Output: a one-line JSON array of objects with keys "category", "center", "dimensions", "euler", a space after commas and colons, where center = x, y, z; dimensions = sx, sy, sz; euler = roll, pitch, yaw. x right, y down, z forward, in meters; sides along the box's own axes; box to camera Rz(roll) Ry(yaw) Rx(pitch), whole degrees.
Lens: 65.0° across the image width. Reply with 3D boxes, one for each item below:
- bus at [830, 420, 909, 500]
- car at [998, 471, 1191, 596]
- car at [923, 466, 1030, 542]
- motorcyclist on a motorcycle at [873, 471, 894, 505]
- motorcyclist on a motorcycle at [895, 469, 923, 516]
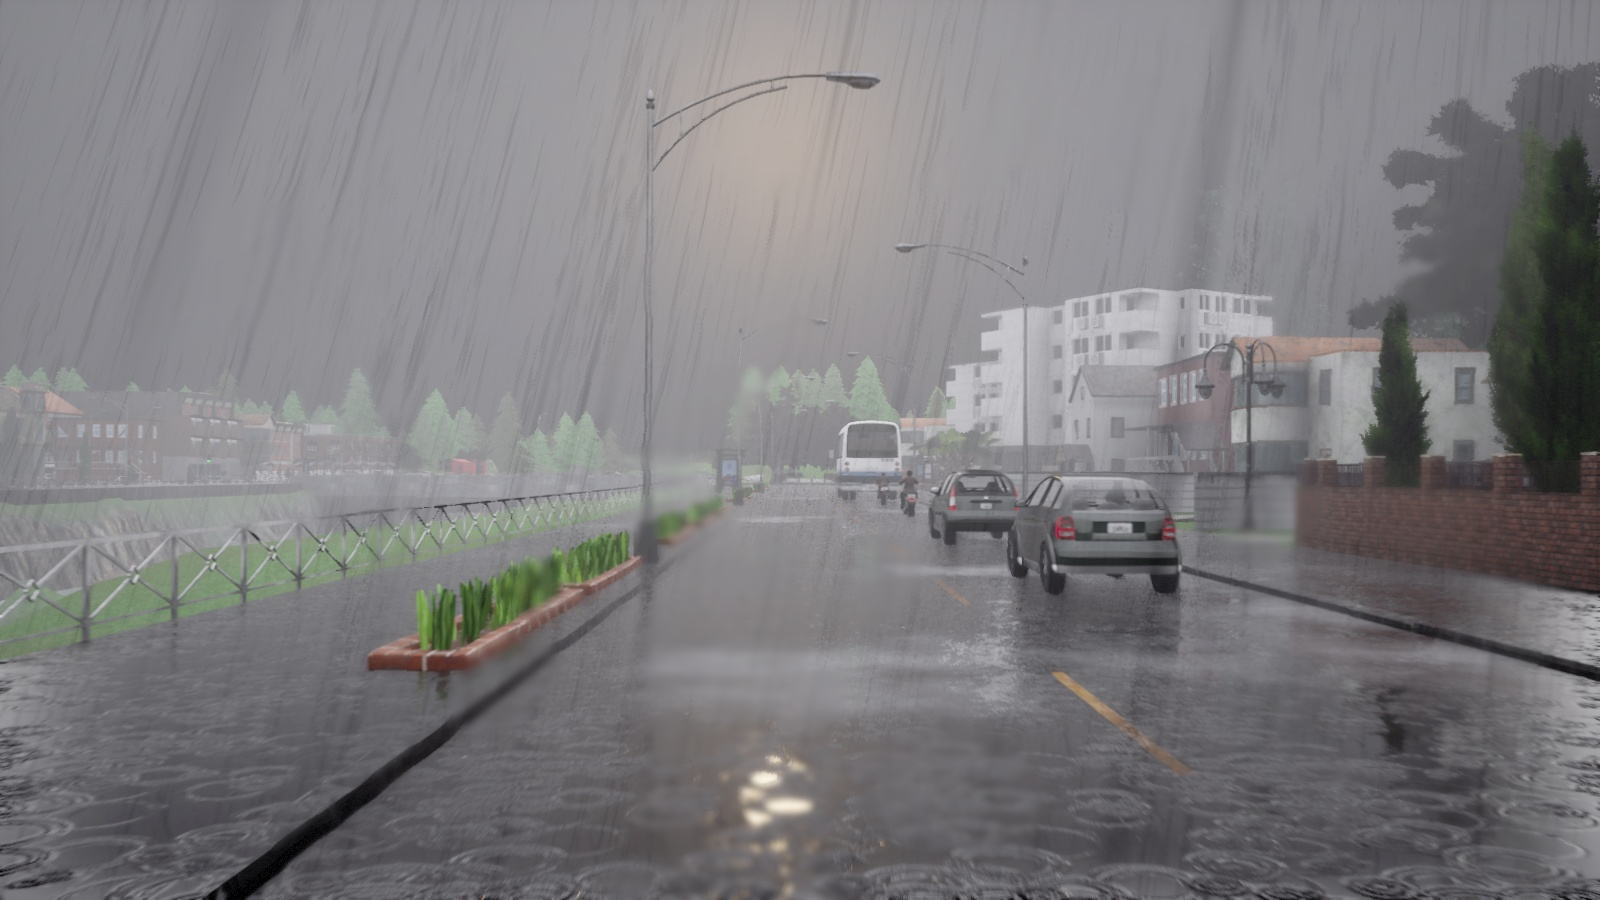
[{"category": "bus", "center": [3.825, 0.636, 72.449], "dimensions": [3.944, 4.253, 10.273], "euler": [0, -1, 0]}, {"category": "car", "center": [3.959, 1.070, 17.488], "dimensions": [1.789, 1.549, 3.705], "euler": [0, -1, 0]}, {"category": "car", "center": [3.933, 1.175, 28.556], "dimensions": [1.851, 1.617, 3.988], "euler": [0, -1, 0]}, {"category": "motorcyclist on a motorcycle", "center": [3.864, 1.756, 58.215], "dimensions": [0.797, 1.523, 2.044], "euler": [0, -1, 0]}, {"category": "motorcyclist on a motorcycle", "center": [3.895, 1.502, 44.982], "dimensions": [0.766, 1.649, 2.350], "euler": [0, -1, 0]}]
